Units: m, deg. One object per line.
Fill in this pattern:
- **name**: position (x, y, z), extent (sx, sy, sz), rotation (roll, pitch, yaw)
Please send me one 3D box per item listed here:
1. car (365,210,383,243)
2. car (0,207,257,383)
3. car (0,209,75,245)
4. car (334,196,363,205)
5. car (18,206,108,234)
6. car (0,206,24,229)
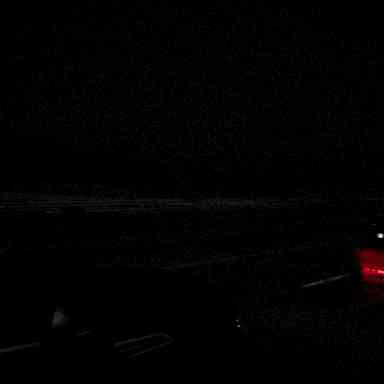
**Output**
- **car**: position (9.641, 1.516, 14.922), extent (4.892, 1.490, 1.837), rotation (0, 0, -35)
- **car**: position (-2.046, 1.220, 2.286), extent (5.566, 2.045, 2.150), rotation (0, 0, -36)
- **car**: position (-7.895, 1.566, 15.556), extent (4.181, 1.385, 1.994), rotation (0, 0, -35)
- **car**: position (21.128, 1.335, 44.736), extent (4.892, 1.490, 1.837), rotation (0, 0, -36)
- **car**: position (-7.703, 1.605, 19.993), extent (4.718, 1.301, 1.895), rotation (0, 0, -36)
- **car**: position (-13.099, 1.601, 20.443), extent (4.718, 1.301, 1.895), rotation (0, 0, -36)
